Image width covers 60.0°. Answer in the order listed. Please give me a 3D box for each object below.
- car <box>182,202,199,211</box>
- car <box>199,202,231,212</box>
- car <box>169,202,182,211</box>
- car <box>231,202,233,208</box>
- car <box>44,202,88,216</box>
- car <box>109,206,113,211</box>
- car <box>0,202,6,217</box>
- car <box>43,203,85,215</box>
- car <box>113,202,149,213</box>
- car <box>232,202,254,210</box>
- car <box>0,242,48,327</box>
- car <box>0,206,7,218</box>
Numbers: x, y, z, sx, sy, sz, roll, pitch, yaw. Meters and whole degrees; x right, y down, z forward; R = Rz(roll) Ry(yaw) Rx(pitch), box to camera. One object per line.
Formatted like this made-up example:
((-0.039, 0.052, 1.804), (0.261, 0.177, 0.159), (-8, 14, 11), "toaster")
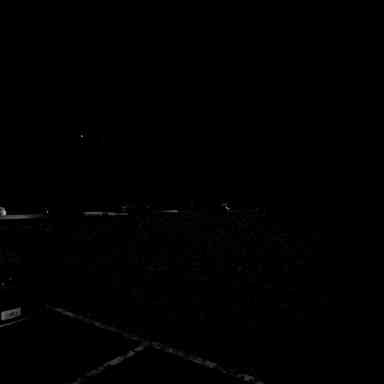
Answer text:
((1.152, 2.365, 54.249), (2.128, 1.511, 4.902), (0, -1, 37), "car")
((3.627, 2.366, 52.123), (1.837, 1.490, 4.892), (0, -1, 36), "car")
((-1.595, 2.427, 56.149), (2.033, 1.411, 5.357), (0, -1, 37), "car")
((7.037, 2.557, 62.440), (2.128, 1.511, 4.902), (0, -1, 36), "car")
((-14.457, 1.955, 38.534), (2.128, 1.511, 4.902), (0, -1, 36), "car")
((-10.097, 2.297, 50.056), (1.895, 1.301, 4.718), (0, -1, 36), "car")
((-21.908, 1.822, 33.802), (1.837, 1.490, 4.892), (0, -1, 36), "car")
((-16.023, 2.105, 41.907), (1.895, 1.301, 4.718), (0, -1, 36), "car")
((-8.287, 2.141, 47.016), (1.882, 1.535, 5.008), (0, -1, 36), "car")
((9.667, 2.623, 60.530), (1.994, 1.385, 4.181), (0, -1, 36), "car")
((-4.410, 1.551, 6.153), (4.403, 1.369, 2.008), (0, 0, 36), "car")
((-19.880, 1.816, 31.031), (1.812, 1.442, 4.674), (0, -1, 36), "car")
